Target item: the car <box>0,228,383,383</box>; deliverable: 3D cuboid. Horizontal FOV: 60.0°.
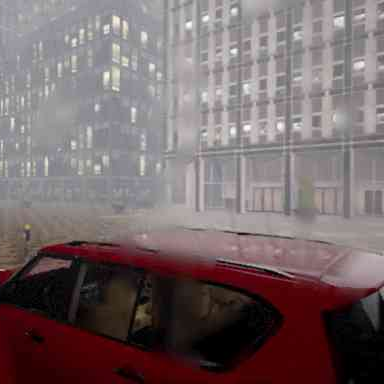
[{"bbox_3d":[-0.579,1.304,3.281,5.009,1.841,2.192,0,0,36],"label":"car"}]
